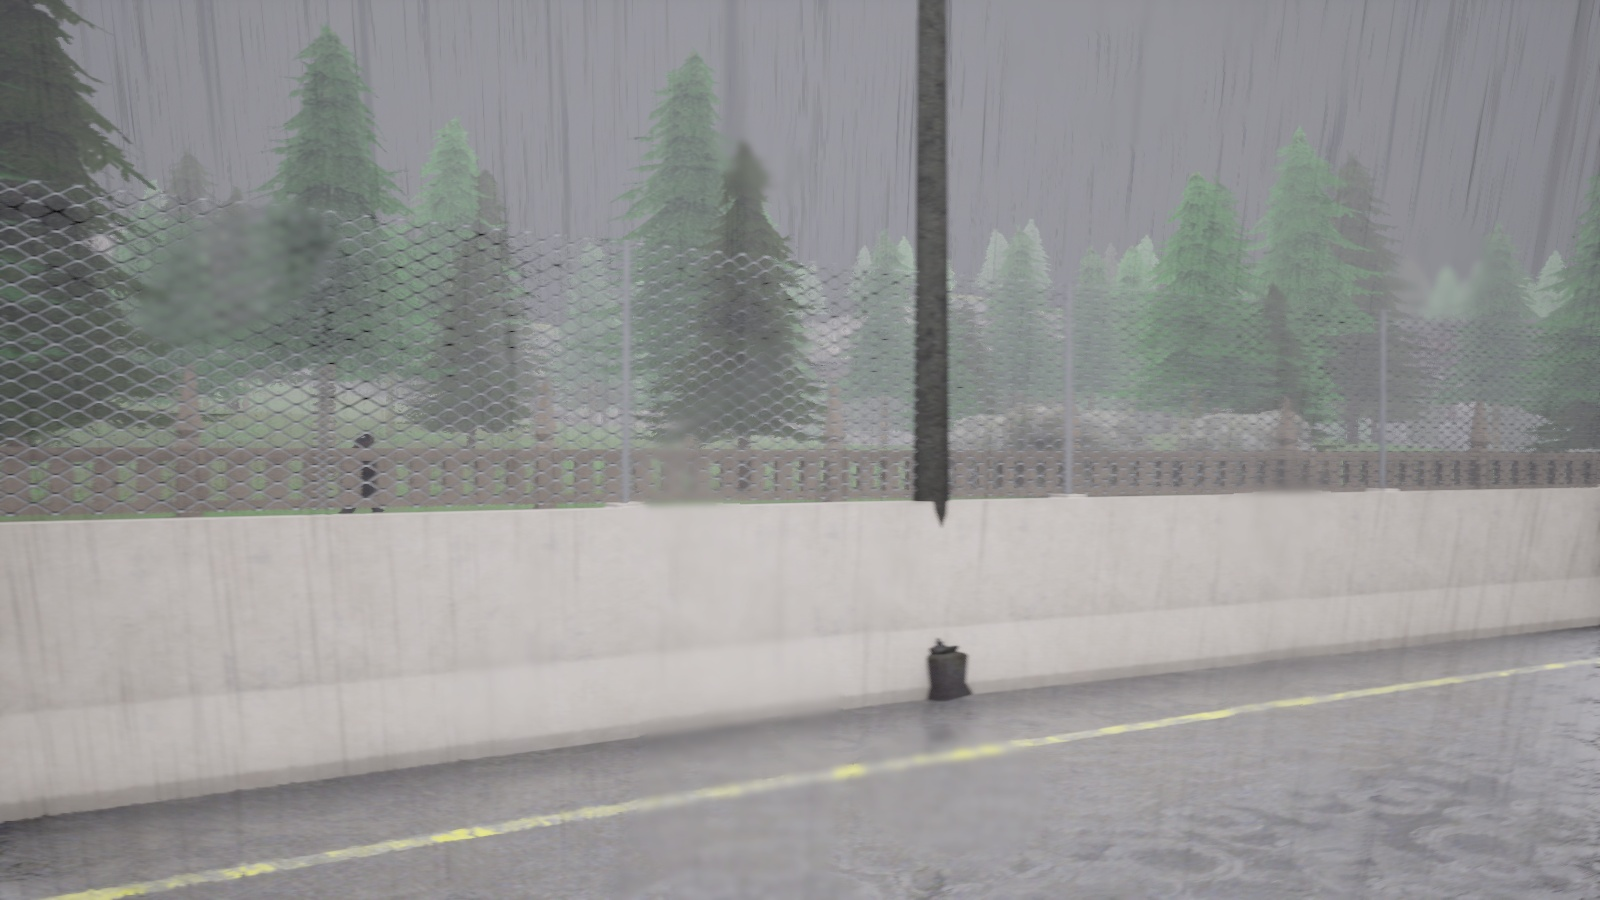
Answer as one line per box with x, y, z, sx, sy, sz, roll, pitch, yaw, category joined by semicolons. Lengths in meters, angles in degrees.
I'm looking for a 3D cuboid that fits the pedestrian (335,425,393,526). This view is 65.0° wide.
-8.138;0.473;23.443;0.899;1.844;0.634;0;0;-34;pedestrian
